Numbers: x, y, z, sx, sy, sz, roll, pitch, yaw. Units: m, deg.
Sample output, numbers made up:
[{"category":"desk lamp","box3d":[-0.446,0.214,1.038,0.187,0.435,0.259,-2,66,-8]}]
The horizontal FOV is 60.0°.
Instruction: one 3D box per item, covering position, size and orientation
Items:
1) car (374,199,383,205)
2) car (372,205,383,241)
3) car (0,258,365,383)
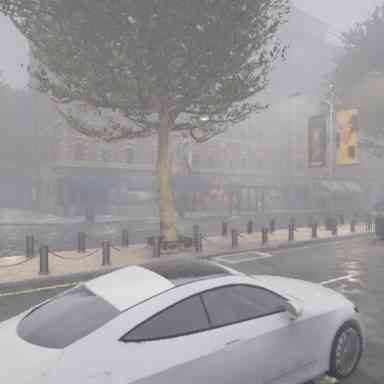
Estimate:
[{"category":"car","box3d":[22.799,1.507,38.453,4.892,1.490,1.837,1,0,-35]},{"category":"car","box3d":[10.521,1.477,15.515,5.008,1.535,1.882,0,0,-35]},{"category":"car","box3d":[0.078,1.525,3.798,4.674,1.442,1.812,0,0,-36]}]
